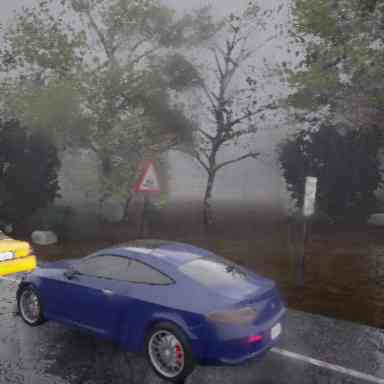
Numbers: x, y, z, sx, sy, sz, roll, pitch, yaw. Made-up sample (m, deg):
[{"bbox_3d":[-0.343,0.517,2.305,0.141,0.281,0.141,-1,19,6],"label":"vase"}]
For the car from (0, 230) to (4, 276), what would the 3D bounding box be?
[{"bbox_3d":[-6.445,1.400,8.660,5.366,1.575,1.801,0,1,28],"label":"car"}]

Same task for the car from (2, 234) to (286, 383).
[{"bbox_3d":[-0.887,1.515,5.371,4.674,1.442,1.812,0,0,34],"label":"car"}]
